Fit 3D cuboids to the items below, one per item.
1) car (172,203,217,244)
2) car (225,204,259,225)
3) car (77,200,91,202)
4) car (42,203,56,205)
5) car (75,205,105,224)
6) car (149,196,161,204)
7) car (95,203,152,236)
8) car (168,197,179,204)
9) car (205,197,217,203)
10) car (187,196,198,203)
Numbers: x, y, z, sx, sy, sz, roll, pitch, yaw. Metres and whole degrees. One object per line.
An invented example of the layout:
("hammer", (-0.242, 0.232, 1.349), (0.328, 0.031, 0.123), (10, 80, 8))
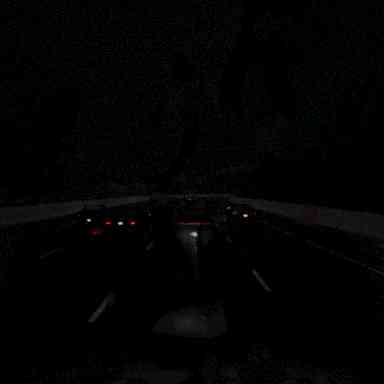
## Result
("car", (0.091, 1.491, 15.750), (2.128, 1.511, 4.902), (0, 0, 0))
("car", (3.592, 1.563, 24.347), (1.994, 1.385, 4.181), (0, 0, 0))
("car", (-17.549, 1.607, 54.773), (1.895, 1.301, 4.718), (0, 0, 1))
("car", (-21.062, 1.494, 50.765), (2.128, 1.511, 4.902), (0, 0, 1))
("car", (-6.910, 1.602, 24.503), (1.895, 1.301, 4.718), (0, 0, 0))
("car", (-6.921, 1.527, 61.597), (1.812, 1.442, 4.674), (0, 0, 0))
("car", (-3.408, 1.548, 18.329), (2.033, 1.411, 5.357), (0, 0, 0))
("car", (-3.422, 1.565, 61.870), (1.994, 1.385, 4.181), (0, 0, 0))
("car", (3.580, 1.564, 61.860), (1.994, 1.385, 4.181), (0, 0, 0))
("car", (0.080, 1.492, 61.954), (2.128, 1.511, 4.902), (0, 0, 0))
